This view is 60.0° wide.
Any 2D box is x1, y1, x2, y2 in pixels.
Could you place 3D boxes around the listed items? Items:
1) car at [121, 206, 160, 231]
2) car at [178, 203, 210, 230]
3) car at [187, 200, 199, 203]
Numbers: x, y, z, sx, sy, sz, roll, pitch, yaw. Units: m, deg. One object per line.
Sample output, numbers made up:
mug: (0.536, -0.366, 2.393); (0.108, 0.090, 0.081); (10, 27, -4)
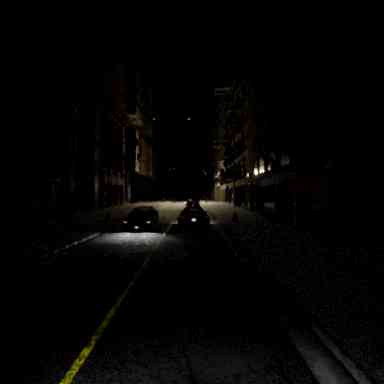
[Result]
car: (-3.090, 1.607, 21.219); (2.033, 1.411, 5.357); (0, 0, 0)
car: (0.108, 1.624, 21.607); (1.994, 1.385, 4.181); (0, 0, 0)
car: (0.118, 1.677, 42.379); (2.033, 1.411, 5.357); (0, 0, 0)
